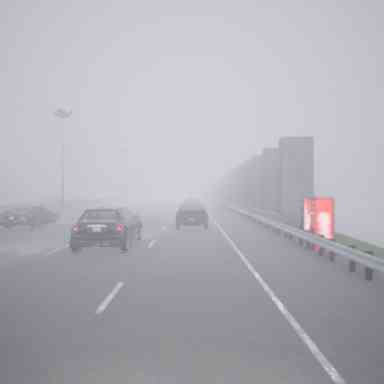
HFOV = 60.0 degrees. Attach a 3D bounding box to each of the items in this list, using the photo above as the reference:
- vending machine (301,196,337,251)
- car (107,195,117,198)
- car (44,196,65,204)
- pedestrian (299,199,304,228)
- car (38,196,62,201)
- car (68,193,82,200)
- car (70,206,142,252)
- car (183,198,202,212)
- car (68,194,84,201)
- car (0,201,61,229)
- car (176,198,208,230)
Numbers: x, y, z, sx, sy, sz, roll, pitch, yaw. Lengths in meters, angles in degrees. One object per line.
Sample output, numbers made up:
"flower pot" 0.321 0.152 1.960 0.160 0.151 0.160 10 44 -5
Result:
"vending machine" 4.999 1.204 13.135 1.100 2.100 0.880 0 0 0
"car" -20.435 1.490 85.223 1.837 1.490 4.892 0 0 0
"car" -27.323 1.565 66.360 2.128 1.511 4.902 0 0 1
"pedestrian" 4.739 0.874 14.068 0.375 1.300 0.375 0 0 0
"car" -20.764 1.380 48.193 2.097 1.767 4.553 0 0 2
"car" -31.028 1.238 88.322 2.097 1.767 4.553 0 0 -2
"car" -3.399 1.360 13.994 2.097 1.767 4.553 0 0 0
"car" 0.076 1.464 39.221 2.128 1.511 4.902 0 0 1
"car" -23.807 1.566 68.421 2.128 1.511 4.902 0 0 1
"car" -10.402 1.560 21.653 2.033 1.411 5.357 0 0 0
"car" -0.002 1.409 21.341 1.882 1.535 5.008 0 0 0
